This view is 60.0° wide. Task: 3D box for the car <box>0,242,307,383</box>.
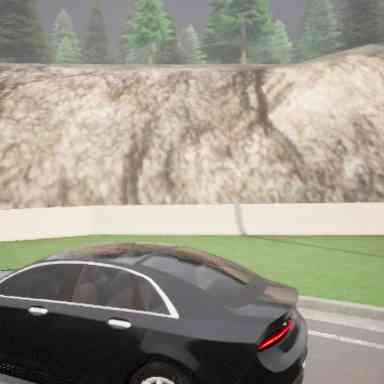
[{"bbox_3d":[-1.162,1.406,4.148,4.892,1.490,1.837,0,0,24],"label":"car"}]
